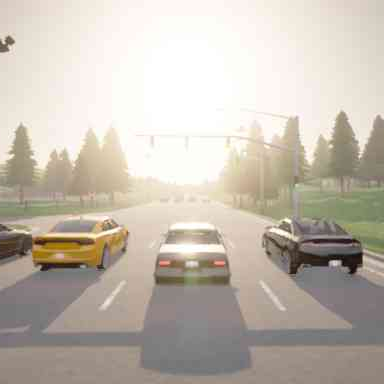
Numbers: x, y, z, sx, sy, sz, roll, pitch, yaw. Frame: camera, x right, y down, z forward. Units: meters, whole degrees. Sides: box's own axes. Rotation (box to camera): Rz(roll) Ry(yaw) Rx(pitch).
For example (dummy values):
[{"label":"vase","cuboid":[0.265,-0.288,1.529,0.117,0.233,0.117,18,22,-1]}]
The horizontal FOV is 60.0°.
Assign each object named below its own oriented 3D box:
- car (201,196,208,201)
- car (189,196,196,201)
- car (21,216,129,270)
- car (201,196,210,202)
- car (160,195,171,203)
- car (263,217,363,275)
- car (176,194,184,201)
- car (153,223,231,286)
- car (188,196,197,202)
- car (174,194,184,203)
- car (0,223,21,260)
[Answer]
[{"label":"car","cuboid":[3.593,1.775,93.778,1.812,1.442,4.674,0,0,0]},{"label":"car","cuboid":[0.093,1.803,93.782,1.994,1.385,4.181,0,0,0]},{"label":"car","cuboid":[-3.453,1.528,11.233,1.882,1.535,5.008,0,0,1]},{"label":"car","cuboid":[3.584,1.890,83.774,1.812,1.442,4.674,0,0,0]},{"label":"car","cuboid":[-6.917,1.864,83.368,1.837,1.490,4.892,0,0,0]},{"label":"car","cuboid":[3.538,1.540,10.586,2.128,1.511,4.902,0,0,1]},{"label":"car","cuboid":[-3.406,1.476,93.816,2.150,2.045,5.566,0,0,0]},{"label":"car","cuboid":[0.023,1.591,9.585,2.033,1.411,5.357,0,0,0]},{"label":"car","cuboid":[0.083,1.720,83.715,2.097,1.767,4.553,0,0,0]},{"label":"car","cuboid":[-3.417,1.841,83.365,1.882,1.535,5.008,0,0,0]},{"label":"car","cuboid":[-6.962,1.613,10.817,1.994,1.385,4.181,0,0,1]}]
